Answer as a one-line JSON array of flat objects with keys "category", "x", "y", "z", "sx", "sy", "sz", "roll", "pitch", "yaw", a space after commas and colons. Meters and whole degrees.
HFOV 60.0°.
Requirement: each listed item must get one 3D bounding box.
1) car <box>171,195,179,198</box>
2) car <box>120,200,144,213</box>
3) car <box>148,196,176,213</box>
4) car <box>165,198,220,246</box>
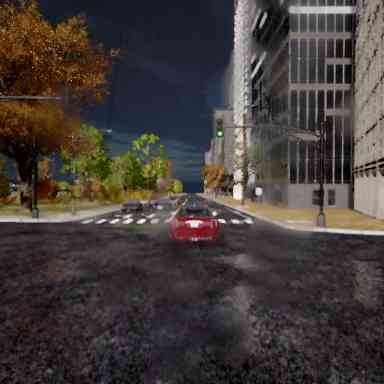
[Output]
[{"category": "car", "x": -3.265, "y": 1.392, "z": 59.863, "sx": 2.097, "sy": 1.767, "sz": 4.553, "roll": 0, "pitch": 0, "yaw": 0}, {"category": "car", "x": -6.595, "y": 1.562, "z": 37.193, "sx": 2.033, "sy": 1.411, "sz": 5.357, "roll": 0, "pitch": 0, "yaw": 0}, {"category": "car", "x": -3.344, "y": 1.508, "z": 37.651, "sx": 2.128, "sy": 1.511, "sz": 4.902, "roll": 0, "pitch": 0, "yaw": 0}, {"category": "car", "x": 0.099, "y": 1.348, "z": 15.502, "sx": 2.097, "sy": 1.767, "sz": 4.553, "roll": 0, "pitch": 0, "yaw": 0}]
